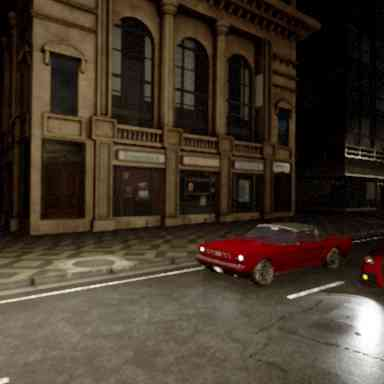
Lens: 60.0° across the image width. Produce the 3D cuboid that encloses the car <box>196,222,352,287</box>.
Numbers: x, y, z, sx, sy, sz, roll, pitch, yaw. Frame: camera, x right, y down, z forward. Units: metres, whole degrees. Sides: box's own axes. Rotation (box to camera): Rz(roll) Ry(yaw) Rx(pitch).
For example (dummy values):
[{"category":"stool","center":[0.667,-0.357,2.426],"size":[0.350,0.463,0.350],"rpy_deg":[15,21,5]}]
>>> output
[{"category":"car","center":[2.438,1.577,9.418],"size":[4.718,1.301,1.895],"rpy_deg":[0,0,-36]}]

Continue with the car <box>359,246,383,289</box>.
[{"category":"car","center":[5.802,1.533,7.827],"size":[4.181,1.385,1.994],"rpy_deg":[0,0,-36]}]
